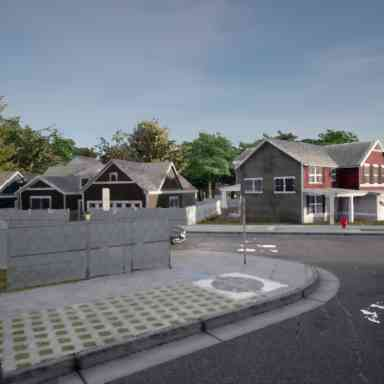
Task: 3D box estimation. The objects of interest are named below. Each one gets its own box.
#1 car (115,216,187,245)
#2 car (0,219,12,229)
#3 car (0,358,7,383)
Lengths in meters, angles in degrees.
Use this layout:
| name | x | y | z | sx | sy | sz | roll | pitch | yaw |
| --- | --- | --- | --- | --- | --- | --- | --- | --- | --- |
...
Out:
| name | x | y | z | sx | sy | sz | roll | pitch | yaw |
| --- | --- | --- | --- | --- | --- | --- | --- | --- | --- |
| car | -2.697 | 2.044 | 17.336 | 4.892 | 1.490 | 1.837 | -2 | 0 | 18 |
| car | -12.460 | 2.371 | 20.554 | 5.357 | 1.411 | 2.033 | -2 | 0 | 18 |
| car | -3.015 | 1.601 | 0.800 | 4.718 | 1.301 | 1.895 | 0 | 0 | -36 |
